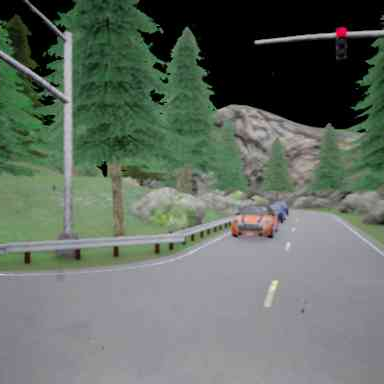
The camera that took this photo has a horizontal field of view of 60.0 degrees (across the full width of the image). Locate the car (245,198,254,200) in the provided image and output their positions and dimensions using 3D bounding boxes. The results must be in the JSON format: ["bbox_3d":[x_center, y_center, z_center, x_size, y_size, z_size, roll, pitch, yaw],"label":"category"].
[{"bbox_3d":[8.798,1.841,56.725,4.553,1.767,2.097,-1,-1,43],"label":"car"}]

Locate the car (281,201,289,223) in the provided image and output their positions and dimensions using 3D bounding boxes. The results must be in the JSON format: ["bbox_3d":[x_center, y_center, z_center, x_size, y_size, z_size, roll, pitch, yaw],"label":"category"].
[{"bbox_3d":[6.804,1.712,27.922,1.882,1.535,5.008,0,-1,19],"label":"car"}]

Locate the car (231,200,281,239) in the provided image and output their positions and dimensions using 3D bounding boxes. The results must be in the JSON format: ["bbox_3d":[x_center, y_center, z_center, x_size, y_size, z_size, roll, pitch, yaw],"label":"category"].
[{"bbox_3d":[3.597,1.513,18.573,2.097,1.767,4.553,0,0,19],"label":"car"}]

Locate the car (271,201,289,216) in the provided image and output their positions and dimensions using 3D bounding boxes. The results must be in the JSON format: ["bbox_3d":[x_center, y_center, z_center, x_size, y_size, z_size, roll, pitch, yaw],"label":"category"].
[{"bbox_3d":[9.881,1.788,37.621,1.882,1.535,5.008,0,-1,13],"label":"car"}]
